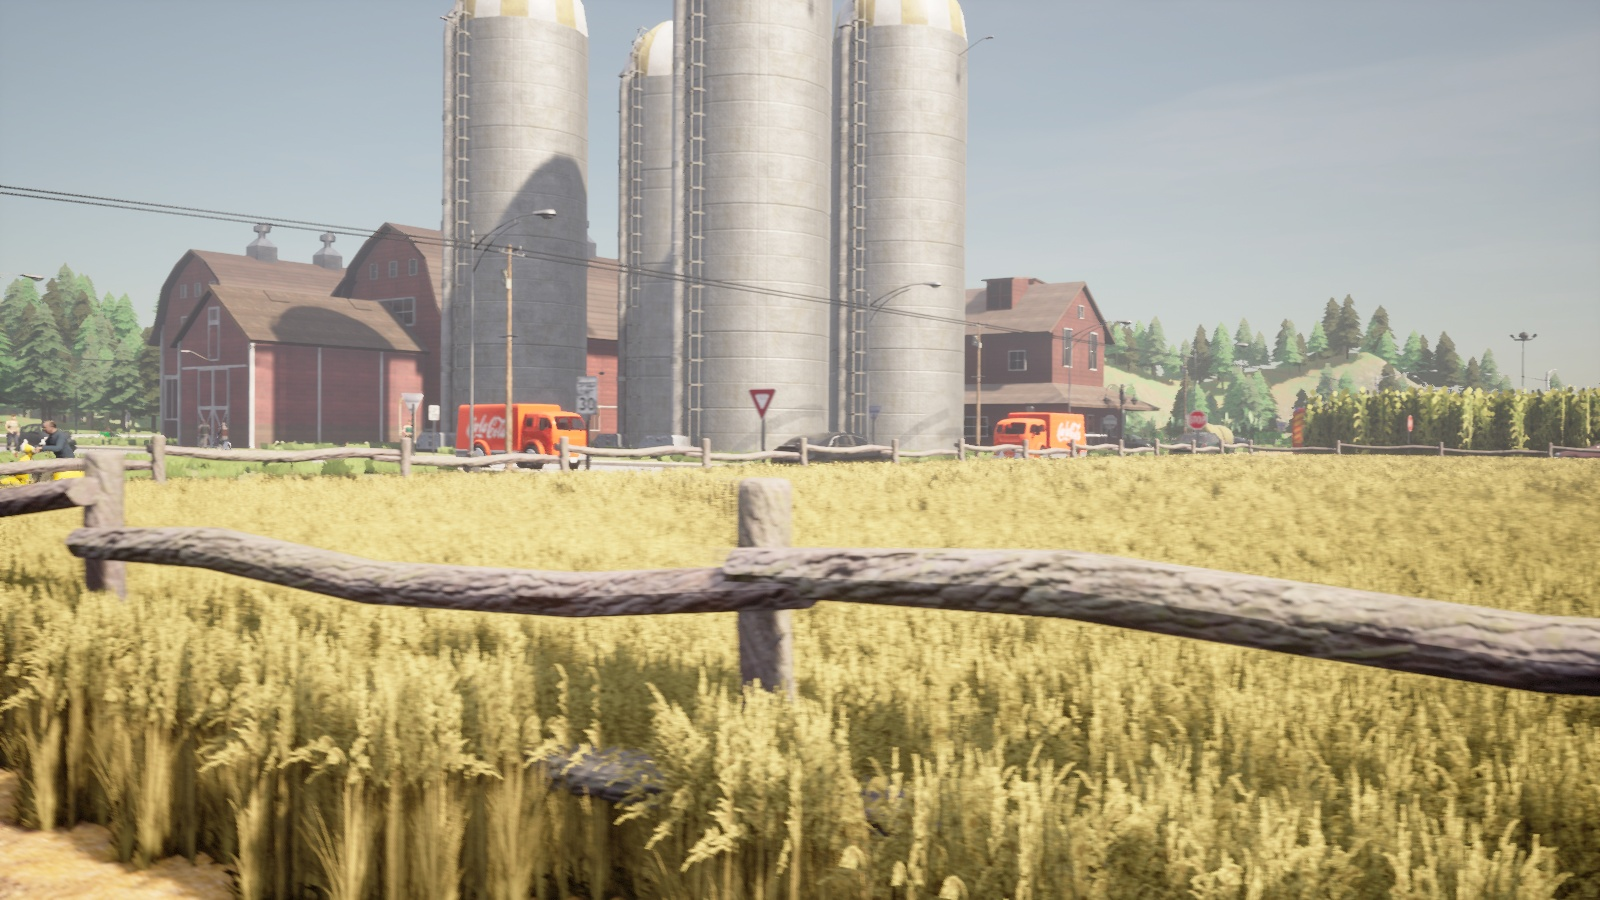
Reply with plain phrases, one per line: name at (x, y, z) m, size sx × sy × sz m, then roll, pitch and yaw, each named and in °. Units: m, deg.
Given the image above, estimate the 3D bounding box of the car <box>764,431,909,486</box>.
car at (1.167, 0.215, 37.475) m, size 1.837 × 1.490 × 4.892 m, roll 0°, pitch 1°, yaw 37°

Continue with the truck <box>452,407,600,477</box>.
truck at (-10.299, -0.305, 47.081) m, size 5.204 × 2.467 × 2.627 m, roll 0°, pitch 1°, yaw 36°

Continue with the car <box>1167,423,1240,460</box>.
car at (20.249, -0.453, 62.940) m, size 2.097 × 1.767 × 4.553 m, roll 0°, pitch 1°, yaw 37°

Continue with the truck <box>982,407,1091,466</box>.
truck at (10.556, -0.612, 55.790) m, size 2.627 × 2.467 × 5.204 m, roll 0°, pitch 1°, yaw 38°

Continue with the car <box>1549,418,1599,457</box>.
car at (35.008, -0.540, 53.574) m, size 5.027 × 1.651 × 2.152 m, roll 0°, pitch 1°, yaw 37°

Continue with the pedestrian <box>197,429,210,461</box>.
pedestrian at (-35.445, -0.310, 74.594) m, size 0.563 × 1.883 × 0.849 m, roll -1°, pitch 1°, yaw -36°

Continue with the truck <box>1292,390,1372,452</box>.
truck at (35.187, -1.883, 82.874) m, size 2.891 × 3.827 × 8.468 m, roll 0°, pitch 1°, yaw 37°

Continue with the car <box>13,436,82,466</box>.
car at (-42.073, 0.053, 70.169) m, size 3.988 × 1.617 × 1.851 m, roll 0°, pitch 1°, yaw 36°

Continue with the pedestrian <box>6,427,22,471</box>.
pedestrian at (-33.552, -0.041, 53.580) m, size 0.594 × 1.836 × 0.345 m, roll 0°, pitch 1°, yaw 35°

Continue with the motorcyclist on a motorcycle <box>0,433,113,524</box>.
motorcyclist on a motorcycle at (-13.875, 0.494, 23.228) m, size 0.866 × 1.590 × 1.817 m, roll 0°, pitch 1°, yaw 37°
